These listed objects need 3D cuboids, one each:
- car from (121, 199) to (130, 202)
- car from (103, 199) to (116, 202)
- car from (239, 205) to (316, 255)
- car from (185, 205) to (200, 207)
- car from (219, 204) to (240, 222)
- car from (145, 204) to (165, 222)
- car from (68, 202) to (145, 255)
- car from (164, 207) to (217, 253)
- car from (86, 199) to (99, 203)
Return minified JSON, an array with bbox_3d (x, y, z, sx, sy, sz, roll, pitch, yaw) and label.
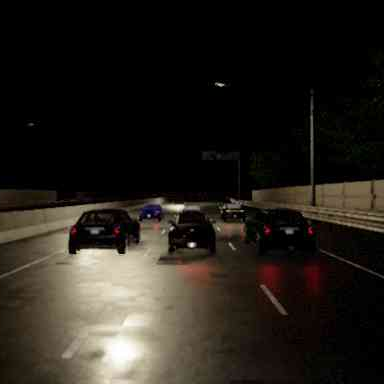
[{"bbox_3d":[-13.990,2.172,70.517,1.994,1.385,4.181,0,-1,0],"label":"car"},{"bbox_3d":[-17.490,2.144,70.518,2.128,1.511,4.902,0,-1,0],"label":"car"},{"bbox_3d":[3.504,1.481,14.071,2.097,1.767,4.553,0,-1,0],"label":"car"},{"bbox_3d":[0.005,1.808,28.986,2.033,1.411,5.357,0,0,0],"label":"car"},{"bbox_3d":[3.507,1.756,29.304,2.128,1.511,4.902,0,0,0],"label":"car"},{"bbox_3d":[-3.491,1.790,29.391,1.812,1.442,4.674,0,0,0],"label":"car"},{"bbox_3d":[-3.495,1.480,14.074,2.097,1.767,4.553,0,-1,0],"label":"car"},{"bbox_3d":[0.005,1.640,14.299,1.837,1.490,4.892,0,0,0],"label":"car"},{"bbox_3d":[-20.990,2.143,70.519,1.812,1.442,4.674,0,-1,0],"label":"car"}]
